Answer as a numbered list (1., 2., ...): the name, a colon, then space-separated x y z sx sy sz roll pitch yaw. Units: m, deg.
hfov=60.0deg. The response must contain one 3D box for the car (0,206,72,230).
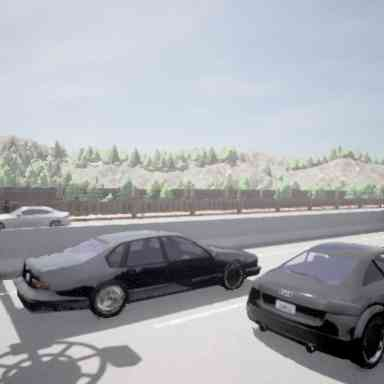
1. car: -9.264 1.545 18.837 4.674 1.442 1.812 1 0 -35

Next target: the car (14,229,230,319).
1. car: -0.885 1.567 7.410 5.357 1.411 2.033 0 0 -35

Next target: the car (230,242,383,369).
1. car: 2.949 1.595 5.843 4.181 1.385 1.994 0 0 -35
